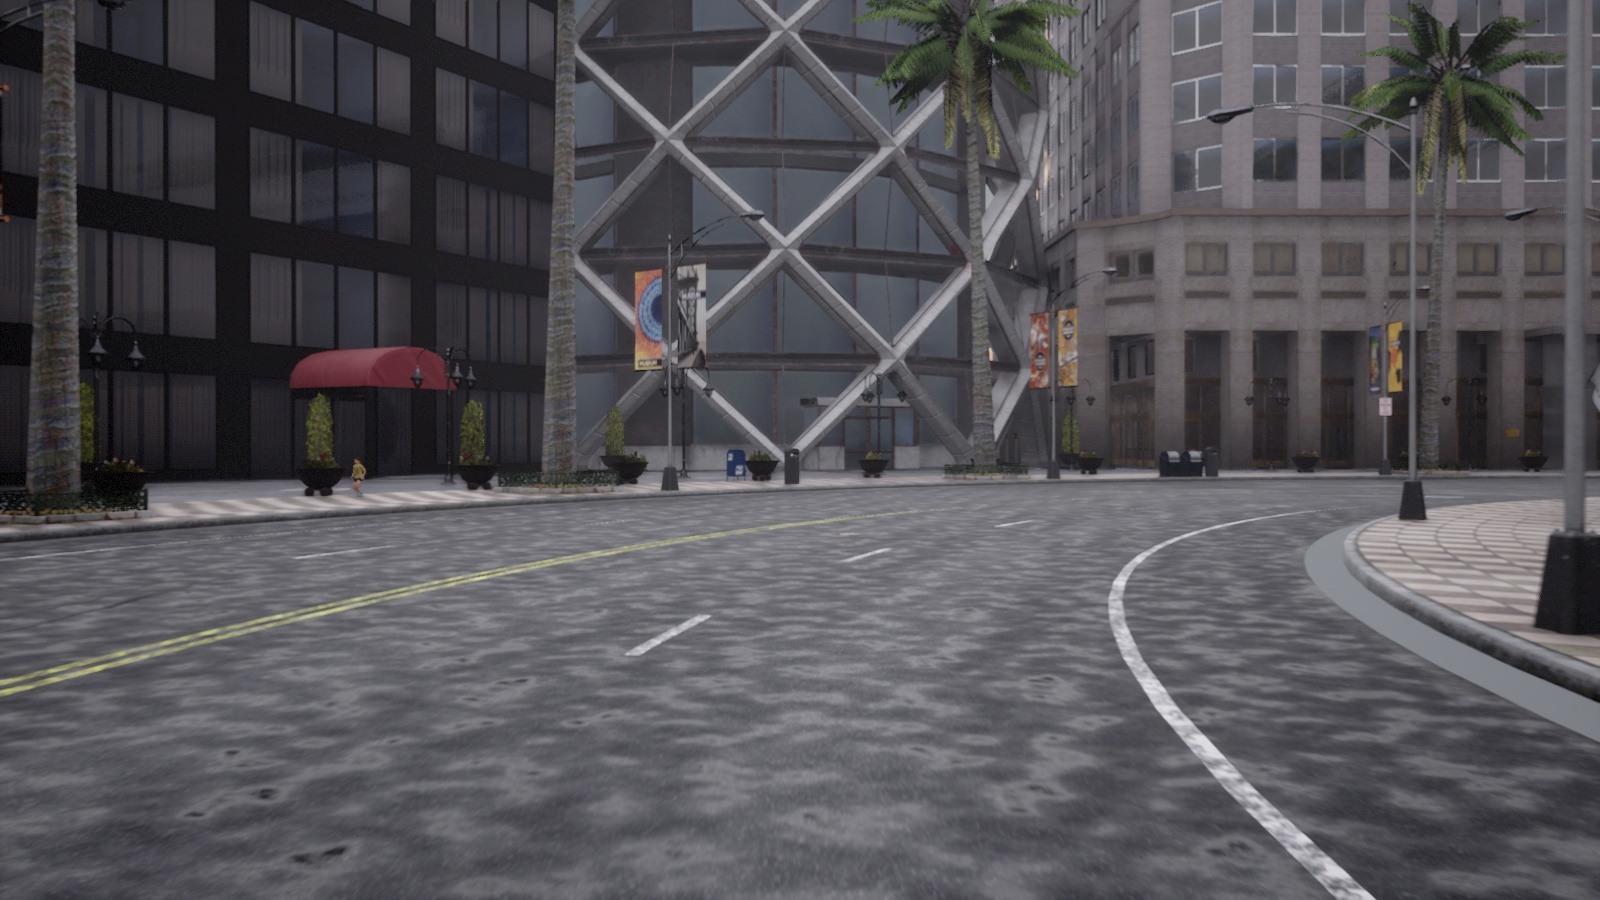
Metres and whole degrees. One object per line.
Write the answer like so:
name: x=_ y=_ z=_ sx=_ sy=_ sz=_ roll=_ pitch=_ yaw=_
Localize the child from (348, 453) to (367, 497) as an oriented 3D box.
child: x=-11.268 y=0.626 z=31.986 sx=0.255 sy=1.110 sz=0.394 roll=0 pitch=0 yaw=24
